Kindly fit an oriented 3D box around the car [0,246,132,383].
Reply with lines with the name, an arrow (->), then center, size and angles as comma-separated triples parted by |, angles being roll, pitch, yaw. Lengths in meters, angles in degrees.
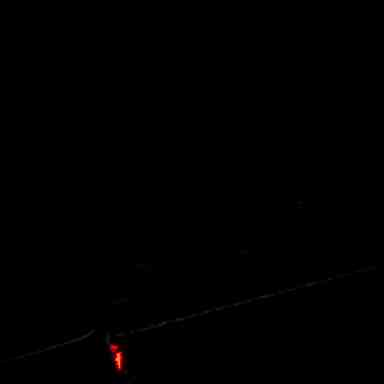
car -> -2.712, 1.352, 2.053 | 4.553, 1.767, 2.097 | 0, 0, -35
